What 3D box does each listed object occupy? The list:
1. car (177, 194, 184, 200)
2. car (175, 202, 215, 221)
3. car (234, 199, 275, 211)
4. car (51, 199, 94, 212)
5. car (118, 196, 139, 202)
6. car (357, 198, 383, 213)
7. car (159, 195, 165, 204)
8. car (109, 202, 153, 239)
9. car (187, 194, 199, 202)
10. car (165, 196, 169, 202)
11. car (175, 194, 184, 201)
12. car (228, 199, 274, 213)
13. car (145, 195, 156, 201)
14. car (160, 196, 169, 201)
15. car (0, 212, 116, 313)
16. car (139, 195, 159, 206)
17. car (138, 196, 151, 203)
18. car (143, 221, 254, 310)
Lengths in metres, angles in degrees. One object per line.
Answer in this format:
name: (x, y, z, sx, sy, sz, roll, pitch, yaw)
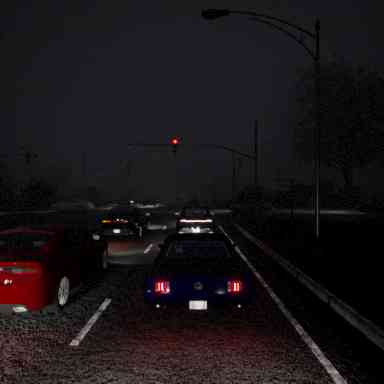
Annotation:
car: (-3.226, 1.327, 95.071, 1.882, 1.535, 5.008, 0, 0, 1)
car: (0.150, 1.491, 17.040, 2.128, 1.511, 4.902, 0, 0, -1)
car: (7.437, 1.526, 40.029, 4.674, 1.442, 1.812, 0, 0, 3)
car: (-13.544, 1.525, 37.746, 4.674, 1.442, 1.812, 0, 0, 3)
car: (-10.486, 1.491, 53.185, 2.128, 1.511, 4.902, 0, 0, 1)
car: (20.871, 1.595, 35.743, 4.718, 1.301, 1.895, 0, 0, 3)
car: (-6.892, 1.601, 63.464, 1.895, 1.301, 4.718, 0, 0, 1)
car: (-3.359, 1.505, 17.303, 1.837, 1.490, 4.892, 0, 0, 0)
car: (0.176, 1.504, 55.929, 1.837, 1.490, 4.892, 0, 0, 1)
car: (-6.824, 1.478, 73.225, 1.882, 1.535, 5.008, 0, 0, 0)
car: (-3.292, 1.532, 84.663, 2.033, 1.411, 5.357, 0, 0, 0)
car: (6.352, 1.601, 36.585, 4.718, 1.301, 1.895, 0, 0, 3)
car: (-10.299, 1.540, 82.841, 2.033, 1.411, 5.357, 0, 0, 0)
car: (-6.798, 1.595, 83.208, 1.895, 1.301, 4.718, 0, 0, 0)
car: (-3.383, 1.478, 7.805, 1.882, 1.535, 5.008, 0, 0, 0)
car: (-6.958, 1.564, 54.703, 1.994, 1.385, 4.181, 0, 0, -1)
car: (-10.326, 1.540, 72.537, 2.033, 1.411, 5.357, 0, 0, 0)
car: (0.118, 1.601, 7.778, 1.895, 1.301, 4.718, 0, 0, 0)
